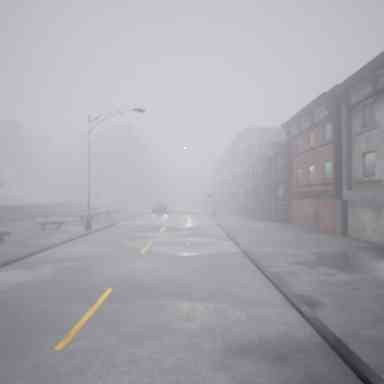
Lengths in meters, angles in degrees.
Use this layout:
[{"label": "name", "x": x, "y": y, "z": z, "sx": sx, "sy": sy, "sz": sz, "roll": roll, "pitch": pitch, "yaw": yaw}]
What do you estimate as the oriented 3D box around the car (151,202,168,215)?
[{"label": "car", "x": -4.087, "y": 2.068, "z": 42.708, "sx": 1.837, "sy": 1.490, "sz": 4.892, "roll": 0, "pitch": -1, "yaw": 0}]
